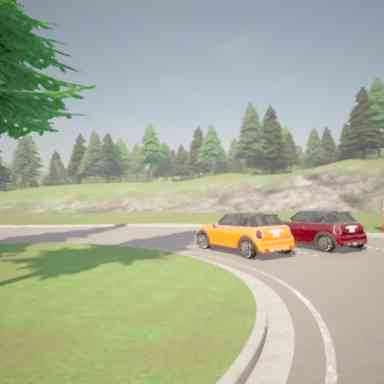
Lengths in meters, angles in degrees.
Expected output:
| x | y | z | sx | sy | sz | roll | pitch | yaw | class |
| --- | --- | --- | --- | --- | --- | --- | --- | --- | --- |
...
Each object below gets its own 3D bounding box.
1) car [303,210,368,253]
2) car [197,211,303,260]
| x | y | z | sx | sy | sz | roll | pitch | yaw | class |
| --- | --- | --- | --- | --- | --- | --- | --- | --- | --- |
| 5.504 | 1.615 | 15.327 | 2.097 | 1.767 | 4.553 | -1 | -1 | -27 | car |
| 2.058 | 1.645 | 14.158 | 2.097 | 1.767 | 4.553 | -1 | -1 | -30 | car |
